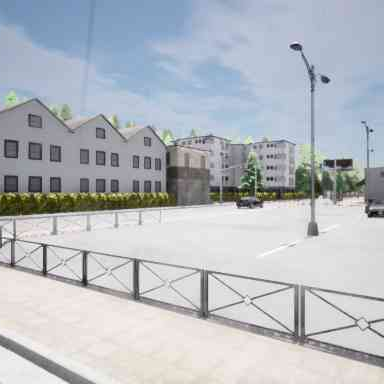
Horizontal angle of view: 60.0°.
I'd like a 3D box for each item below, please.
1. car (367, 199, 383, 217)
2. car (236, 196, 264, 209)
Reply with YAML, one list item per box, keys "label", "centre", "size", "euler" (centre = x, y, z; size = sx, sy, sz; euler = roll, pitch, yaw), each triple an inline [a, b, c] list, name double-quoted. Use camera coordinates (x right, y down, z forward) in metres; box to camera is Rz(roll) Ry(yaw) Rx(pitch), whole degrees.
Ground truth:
- label: "car"
  centre: [15.430, 1.298, 26.804]
  size: [2.007, 1.523, 4.514]
  euler: [0, 0, 35]
- label: "car"
  centre: [7.373, 1.286, 41.946]
  size: [1.882, 1.535, 5.008]
  euler: [0, 0, 35]
